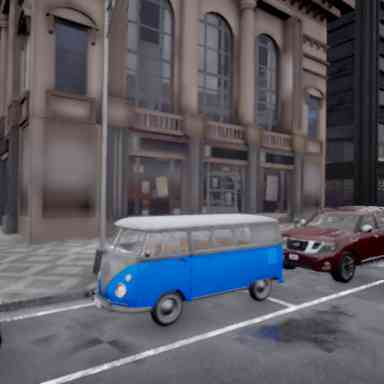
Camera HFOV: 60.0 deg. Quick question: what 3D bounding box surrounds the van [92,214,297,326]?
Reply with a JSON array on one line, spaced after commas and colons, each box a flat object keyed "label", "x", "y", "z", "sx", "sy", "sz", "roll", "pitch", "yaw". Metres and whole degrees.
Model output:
[{"label": "van", "x": 0.124, "y": 1.371, "z": 6.841, "sx": 3.998, "sy": 1.788, "sz": 1.690, "roll": 1, "pitch": 0, "yaw": -35}]

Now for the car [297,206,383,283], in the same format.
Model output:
[{"label": "car", "x": 4.703, "y": 1.387, "z": 10.108, "sx": 5.009, "sy": 1.841, "sz": 2.192, "roll": 1, "pitch": 0, "yaw": -35}]

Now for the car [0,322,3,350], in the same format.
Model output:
[{"label": "car", "x": -4.456, "y": 1.429, "z": 3.576, "sx": 4.097, "sy": 1.590, "sz": 1.967, "roll": 1, "pitch": 0, "yaw": -35}]
